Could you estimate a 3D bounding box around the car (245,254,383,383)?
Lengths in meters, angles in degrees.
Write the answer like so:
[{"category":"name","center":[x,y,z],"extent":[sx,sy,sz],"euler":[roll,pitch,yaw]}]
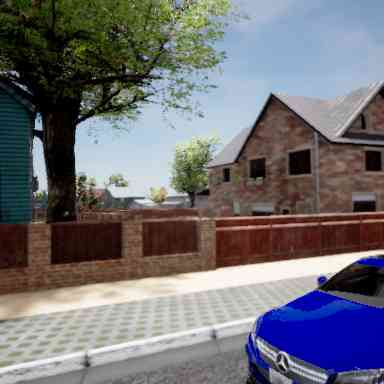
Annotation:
[{"category":"car","center":[2.870,1.625,4.471],"extent":[4.674,1.442,1.812],"euler":[1,-2,-31]}]
